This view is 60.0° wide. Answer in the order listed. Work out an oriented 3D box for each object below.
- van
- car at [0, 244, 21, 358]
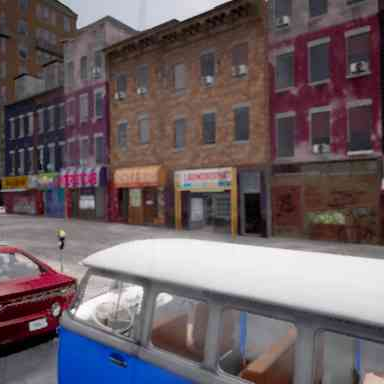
[{"bbox_3d":[0.668,1.340,2.357,3.998,1.788,1.690,0,-1,36],"label":"van"},{"bbox_3d":[-3.759,1.540,5.515,4.507,1.381,1.887,0,-1,36],"label":"car"}]
